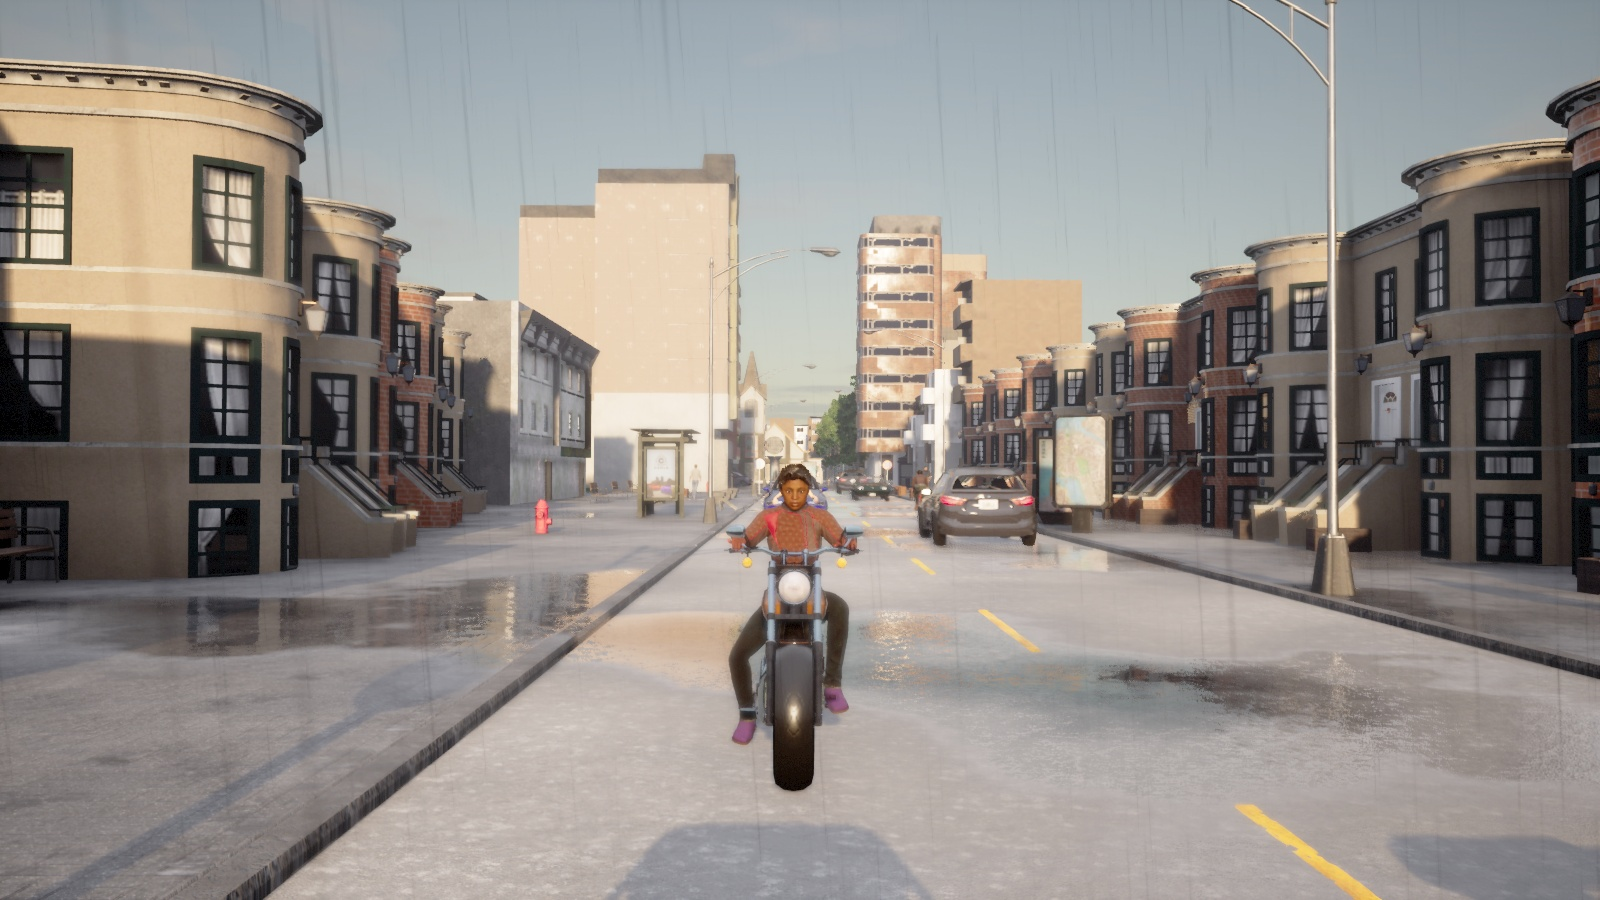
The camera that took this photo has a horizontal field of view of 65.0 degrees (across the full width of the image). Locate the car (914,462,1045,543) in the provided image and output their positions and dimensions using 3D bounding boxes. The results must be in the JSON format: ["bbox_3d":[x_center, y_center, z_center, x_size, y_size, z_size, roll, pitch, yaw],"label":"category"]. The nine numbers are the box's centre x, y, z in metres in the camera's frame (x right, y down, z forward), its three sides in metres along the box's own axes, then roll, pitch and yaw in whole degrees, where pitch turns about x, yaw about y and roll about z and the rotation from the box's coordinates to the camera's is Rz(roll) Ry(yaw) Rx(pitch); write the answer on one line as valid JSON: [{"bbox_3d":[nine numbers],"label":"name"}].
[{"bbox_3d":[3.908,1.115,28.182,2.242,1.667,4.611,0,-1,0],"label":"car"}]

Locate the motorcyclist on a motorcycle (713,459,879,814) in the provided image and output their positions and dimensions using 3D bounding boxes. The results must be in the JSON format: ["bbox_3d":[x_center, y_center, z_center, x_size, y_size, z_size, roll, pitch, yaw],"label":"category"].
[{"bbox_3d":[-0.025,0.883,7.031,0.766,1.649,2.350,0,-1,0],"label":"motorcyclist on a motorcycle"}]

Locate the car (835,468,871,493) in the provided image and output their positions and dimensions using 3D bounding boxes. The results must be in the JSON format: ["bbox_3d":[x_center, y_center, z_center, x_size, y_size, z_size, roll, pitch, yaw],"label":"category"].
[{"bbox_3d":[3.678,2.114,87.729,2.242,1.667,4.611,0,-1,0],"label":"car"}]

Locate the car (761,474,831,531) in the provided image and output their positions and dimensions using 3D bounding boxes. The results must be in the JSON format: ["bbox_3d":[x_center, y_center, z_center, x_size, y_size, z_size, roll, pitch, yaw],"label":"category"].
[{"bbox_3d":[-0.114,1.417,35.119,1.816,1.474,4.193,0,-1,0],"label":"car"}]

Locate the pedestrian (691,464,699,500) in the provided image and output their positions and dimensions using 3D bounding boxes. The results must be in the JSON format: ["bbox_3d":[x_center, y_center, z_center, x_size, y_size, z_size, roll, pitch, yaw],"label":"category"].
[{"bbox_3d":[-5.394,1.625,64.411,0.354,1.836,0.706,0,-1,-3],"label":"pedestrian"}]

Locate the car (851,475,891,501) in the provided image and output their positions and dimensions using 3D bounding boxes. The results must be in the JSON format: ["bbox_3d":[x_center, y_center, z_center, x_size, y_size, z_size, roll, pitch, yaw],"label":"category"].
[{"bbox_3d":[3.778,2.030,67.436,1.895,1.301,4.718,0,-1,0],"label":"car"}]
